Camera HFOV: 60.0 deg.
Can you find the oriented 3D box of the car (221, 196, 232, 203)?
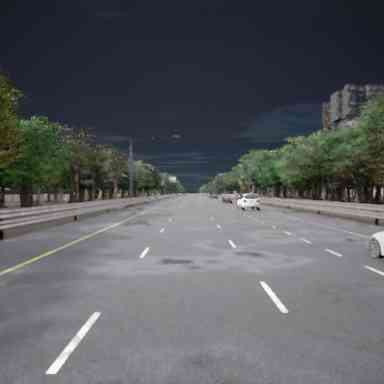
[{"bbox_3d":[7.092,1.592,68.614,1.812,1.442,4.674,0,0,0],"label":"car"}]

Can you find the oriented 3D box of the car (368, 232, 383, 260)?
[{"bbox_3d":[6.995,1.537,9.568,1.812,1.442,4.674,0,0,0],"label":"car"}]

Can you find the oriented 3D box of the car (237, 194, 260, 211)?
[{"bbox_3d":[7.007,1.253,41.575,2.150,2.045,5.566,0,0,0],"label":"car"}]
